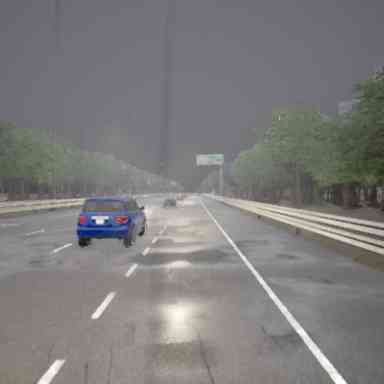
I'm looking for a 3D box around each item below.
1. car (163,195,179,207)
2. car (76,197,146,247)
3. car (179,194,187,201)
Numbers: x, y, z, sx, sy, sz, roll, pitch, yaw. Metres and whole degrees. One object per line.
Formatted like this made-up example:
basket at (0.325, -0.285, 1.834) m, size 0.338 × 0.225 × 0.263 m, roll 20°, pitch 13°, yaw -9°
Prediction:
car at (-3.353, 1.514, 51.219) m, size 1.837 × 1.490 × 4.892 m, roll 0°, pitch 0°, yaw 0°
car at (-3.485, 1.224, 15.288) m, size 2.150 × 2.045 × 5.566 m, roll 0°, pitch 0°, yaw 0°
car at (-3.101, 1.532, 86.414) m, size 1.994 × 1.385 × 4.181 m, roll 0°, pitch 0°, yaw 0°
